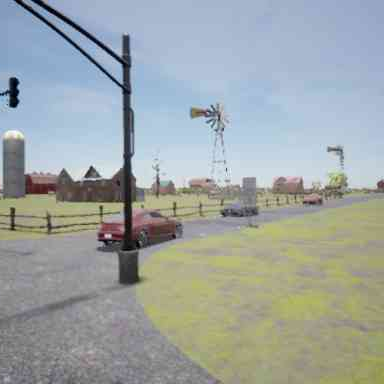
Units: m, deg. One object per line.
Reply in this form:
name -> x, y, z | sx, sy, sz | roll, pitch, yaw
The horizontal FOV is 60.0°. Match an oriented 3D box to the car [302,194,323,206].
car -> 17.492, 1.124, 48.101 | 1.882, 1.535, 5.008 | -1, 0, 36

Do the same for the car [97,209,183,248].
car -> -2.139, 1.488, 14.635 | 1.812, 1.442, 4.674 | -2, 0, 27

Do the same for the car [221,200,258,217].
car -> 4.257, 1.432, 29.422 | 1.994, 1.385, 4.181 | -1, 0, 35
